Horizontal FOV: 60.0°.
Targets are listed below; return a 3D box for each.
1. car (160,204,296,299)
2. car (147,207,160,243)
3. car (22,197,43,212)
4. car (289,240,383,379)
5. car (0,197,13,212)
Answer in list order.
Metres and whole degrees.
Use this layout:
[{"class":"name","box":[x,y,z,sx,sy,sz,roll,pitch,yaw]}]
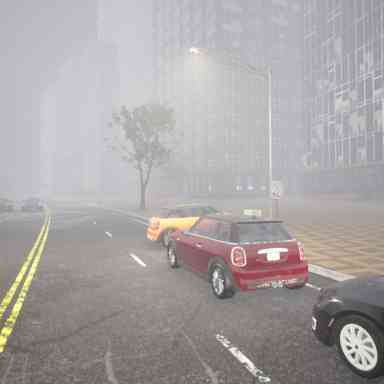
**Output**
[{"class":"car","box":[0.884,1.355,8.839,2.097,1.767,4.553,0,0,-22]},{"class":"car","box":[0.383,1.276,14.428,4.553,1.767,2.097,-3,1,-18]},{"class":"car","box":[-18.826,1.392,39.383,2.097,1.767,4.553,0,0,-24]},{"class":"car","box":[3.619,1.505,3.368,1.837,1.490,4.892,0,0,-35]},{"class":"car","box":[-21.795,1.389,38.061,2.097,1.767,4.553,0,0,-24]}]
